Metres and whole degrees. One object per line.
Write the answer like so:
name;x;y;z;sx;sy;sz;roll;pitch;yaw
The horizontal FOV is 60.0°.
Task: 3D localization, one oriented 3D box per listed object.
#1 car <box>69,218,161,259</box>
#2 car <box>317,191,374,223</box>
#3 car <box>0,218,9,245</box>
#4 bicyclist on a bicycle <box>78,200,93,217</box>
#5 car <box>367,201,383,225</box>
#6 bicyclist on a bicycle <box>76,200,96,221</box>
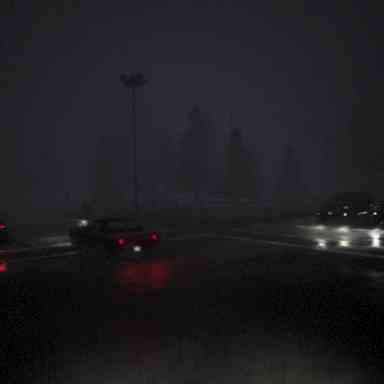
car;-3.259;1.700;13.181;1.895;1.301;4.718;-1;0;-39
car;11.210;1.001;23.949;5.566;2.045;2.150;-1;0;-42
car;-10.357;1.775;16.249;1.837;1.490;4.892;-1;0;-40
bicyclist on a bicycle;-10.698;1.608;33.494;0.582;1.620;1.656;-1;0;15
car;13.152;1.330;20.989;4.718;1.301;1.895;-1;0;-42
bicyclist on a bicycle;-9.171;1.717;28.722;1.656;1.620;0.582;-2;0;-29
